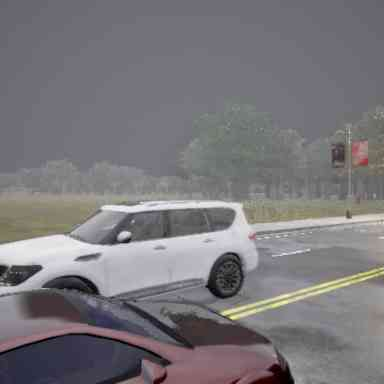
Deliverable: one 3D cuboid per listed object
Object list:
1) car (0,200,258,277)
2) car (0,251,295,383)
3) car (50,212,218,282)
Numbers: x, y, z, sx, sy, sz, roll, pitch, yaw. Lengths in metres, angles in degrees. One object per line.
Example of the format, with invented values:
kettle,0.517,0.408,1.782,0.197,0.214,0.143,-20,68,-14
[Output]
car,-1.086,1.216,6.901,5.566,2.045,2.150,0,0,-35
car,-1.082,1.563,2.668,4.181,1.385,1.994,0,0,-35
car,-1.654,1.496,10.489,4.892,1.490,1.837,0,0,-35
